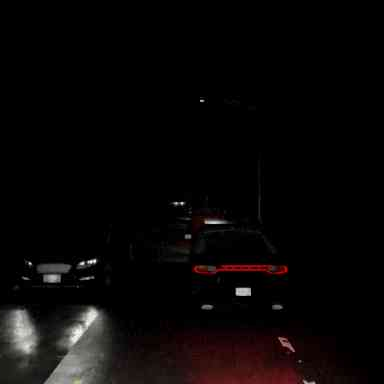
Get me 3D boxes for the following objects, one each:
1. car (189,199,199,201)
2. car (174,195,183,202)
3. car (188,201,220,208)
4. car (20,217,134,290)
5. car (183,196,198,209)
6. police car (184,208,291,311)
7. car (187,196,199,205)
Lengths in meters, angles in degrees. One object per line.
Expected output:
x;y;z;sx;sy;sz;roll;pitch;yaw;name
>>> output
0.881;1.490;23.901;1.837;1.490;4.892;0;0;0;car
-2.587;1.382;67.605;1.994;1.385;4.181;0;1;0;car
0.867;1.467;17.900;1.882;1.535;5.008;0;0;0;car
-2.828;1.486;9.188;2.128;1.511;4.902;0;0;0;car
0.126;1.444;45.640;1.882;1.535;5.008;0;0;1;car
0.843;1.420;8.007;1.930;1.638;5.238;0;0;0;police car
0.141;1.451;58.938;2.033;1.411;5.357;0;1;0;car
